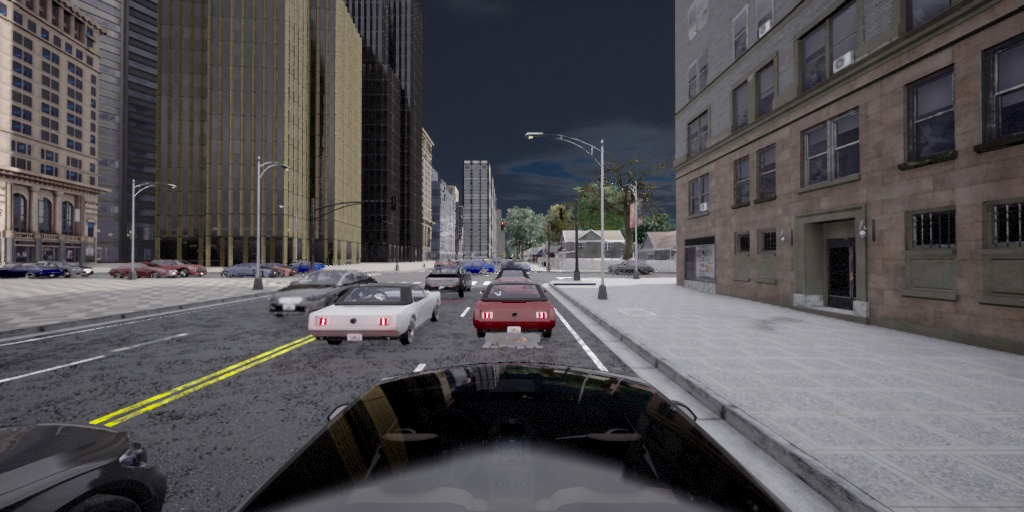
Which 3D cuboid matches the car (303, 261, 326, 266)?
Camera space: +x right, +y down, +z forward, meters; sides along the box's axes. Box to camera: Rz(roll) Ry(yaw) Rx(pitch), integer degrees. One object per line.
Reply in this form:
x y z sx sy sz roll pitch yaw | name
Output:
-23.904 1.283 40.886 5.008 1.535 1.882 0 -1 -3 | car

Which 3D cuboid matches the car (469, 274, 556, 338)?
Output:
0.052 1.350 10.183 1.895 1.301 4.718 0 0 0 | car

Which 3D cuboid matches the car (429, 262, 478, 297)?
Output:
-3.209 1.242 18.715 2.128 1.511 4.902 0 0 0 | car

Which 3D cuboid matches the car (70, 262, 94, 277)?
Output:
-41.494 1.227 32.795 4.902 1.511 2.128 0 -1 -6 | car

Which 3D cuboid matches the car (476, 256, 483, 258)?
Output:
-6.779 1.254 64.586 1.837 1.490 4.892 0 0 0 | car

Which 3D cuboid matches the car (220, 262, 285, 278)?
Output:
-22.543 1.269 30.983 4.181 1.385 1.994 0 -1 -3 | car

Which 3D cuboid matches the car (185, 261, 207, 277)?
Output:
-31.516 1.090 33.683 4.553 1.767 2.097 0 -1 -5 | car

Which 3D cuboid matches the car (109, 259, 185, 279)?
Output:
-31.215 1.231 30.449 4.674 1.442 1.812 0 -1 -4 | car

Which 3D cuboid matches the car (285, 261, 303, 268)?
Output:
-22.832 1.302 34.224 4.181 1.385 1.994 0 -1 -3 | car

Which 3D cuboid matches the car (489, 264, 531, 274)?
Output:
0.038 1.315 18.940 1.994 1.385 4.181 0 0 0 | car

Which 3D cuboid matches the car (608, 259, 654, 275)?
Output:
12.590 1.296 37.992 4.674 1.442 1.812 0 -1 0 | car

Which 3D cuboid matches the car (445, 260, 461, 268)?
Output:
-10.040 1.313 61.253 1.994 1.385 4.181 0 0 0 | car

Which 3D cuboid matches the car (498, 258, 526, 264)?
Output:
0.439 1.327 45.703 2.033 1.411 5.357 -1 1 -27 | car

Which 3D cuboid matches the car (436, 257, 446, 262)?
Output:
-10.020 1.102 52.619 2.097 1.767 4.553 0 0 0 | car

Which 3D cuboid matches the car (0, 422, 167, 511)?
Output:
-3.141 1.275 0.319 1.812 1.442 4.674 0 0 0 | car

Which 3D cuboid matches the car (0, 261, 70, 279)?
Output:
-40.494 1.304 29.638 4.718 1.301 1.895 0 -1 -6 | car

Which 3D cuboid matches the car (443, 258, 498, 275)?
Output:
-4.362 1.241 38.098 5.008 1.535 1.882 0 0 0 | car

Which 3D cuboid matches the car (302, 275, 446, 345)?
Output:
-3.181 1.352 9.462 1.895 1.301 4.718 0 0 0 | car

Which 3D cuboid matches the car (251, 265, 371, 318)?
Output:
-6.543 1.242 13.024 2.128 1.511 4.902 0 0 1 | car
